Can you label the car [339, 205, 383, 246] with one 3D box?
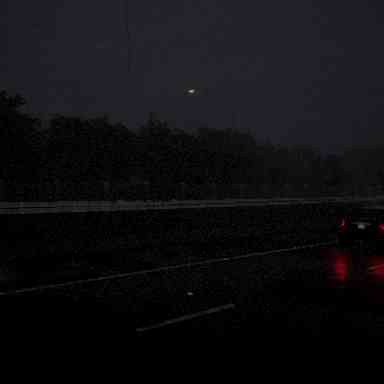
[{"bbox_3d":[8.250,1.357,14.052,4.553,1.767,2.097,0,0,-35],"label":"car"}]
